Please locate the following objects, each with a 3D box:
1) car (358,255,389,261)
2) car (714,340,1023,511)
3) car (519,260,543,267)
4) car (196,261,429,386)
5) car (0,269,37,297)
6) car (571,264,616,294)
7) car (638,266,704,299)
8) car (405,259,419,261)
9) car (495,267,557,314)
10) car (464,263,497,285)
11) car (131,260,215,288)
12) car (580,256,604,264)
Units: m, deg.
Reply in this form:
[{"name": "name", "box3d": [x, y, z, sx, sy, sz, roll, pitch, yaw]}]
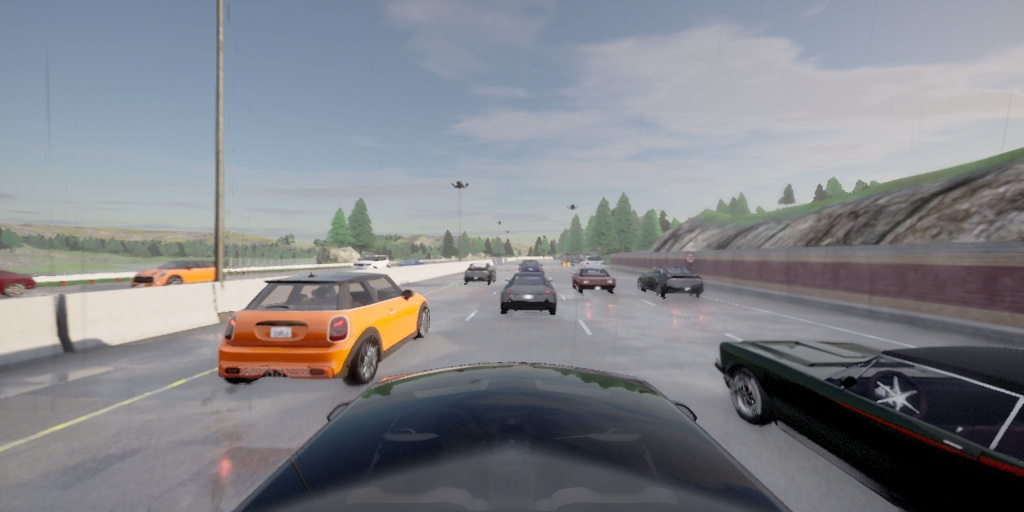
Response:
[{"name": "car", "box3d": [-15.522, 0.905, 39.885, 2.150, 2.045, 5.566, 0, 0, 4]}, {"name": "car", "box3d": [3.666, 1.361, 2.751, 1.895, 1.301, 4.718, 0, 0, 1]}, {"name": "car", "box3d": [1.622, 1.089, 30.831, 2.097, 1.767, 4.553, 0, 0, 3]}, {"name": "car", "box3d": [-3.164, 1.089, 7.150, 2.097, 1.767, 4.553, 0, 0, 2]}, {"name": "car", "box3d": [-24.037, 1.197, 15.409, 1.812, 1.442, 4.674, 0, 0, 3]}, {"name": "car", "box3d": [4.519, 1.353, 20.554, 1.895, 1.301, 4.718, 0, 0, 3]}, {"name": "car", "box3d": [7.898, 1.255, 18.268, 2.128, 1.511, 4.902, 0, 0, 3]}, {"name": "car", "box3d": [-11.863, 1.168, 42.140, 1.882, 1.535, 5.008, 0, 0, 4]}, {"name": "car", "box3d": [0.640, 1.309, 13.766, 1.994, 1.385, 4.181, 0, 0, 3]}, {"name": "car", "box3d": [-2.190, 1.221, 25.645, 2.128, 1.511, 4.902, 0, 0, 3]}, {"name": "car", "box3d": [-20.142, 1.031, 21.913, 2.097, 1.767, 4.553, 0, 0, 3]}, {"name": "car", "box3d": [9.292, 0.975, 41.915, 2.150, 2.045, 5.566, 0, 0, 3]}]
